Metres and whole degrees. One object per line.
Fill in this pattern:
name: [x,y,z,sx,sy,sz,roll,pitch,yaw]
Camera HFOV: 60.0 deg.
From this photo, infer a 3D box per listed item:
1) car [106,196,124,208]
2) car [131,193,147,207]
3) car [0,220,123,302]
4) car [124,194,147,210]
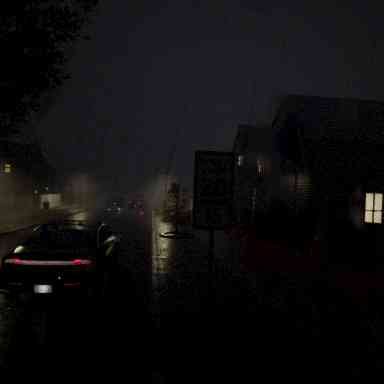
car: [-9.728,1.229,42.724,1.994,1.385,4.181,2,0,-7]
car: [-7.648,1.103,48.608,2.097,1.767,4.553,2,0,-7]
car: [-2.825,1.427,8.093,2.128,1.511,4.902,2,0,-7]
car: [-6.440,1.312,38.885,1.812,1.442,4.674,2,0,-6]
